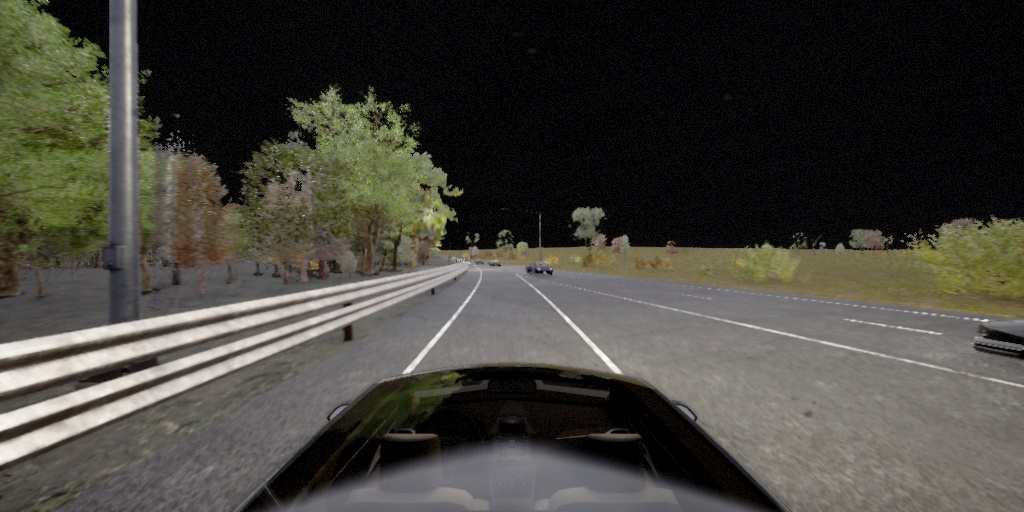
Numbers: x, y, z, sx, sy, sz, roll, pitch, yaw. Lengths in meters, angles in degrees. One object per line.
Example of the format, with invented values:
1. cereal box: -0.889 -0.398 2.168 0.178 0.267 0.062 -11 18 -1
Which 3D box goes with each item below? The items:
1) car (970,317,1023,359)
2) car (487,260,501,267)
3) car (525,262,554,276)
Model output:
1. car: 9.494 1.181 3.971 2.033 1.411 5.357 0 0 -12
2. car: -3.361 1.354 64.926 1.895 1.301 4.718 -1 0 -12
3. car: 2.678 1.304 36.292 1.895 1.301 4.718 0 0 -12
